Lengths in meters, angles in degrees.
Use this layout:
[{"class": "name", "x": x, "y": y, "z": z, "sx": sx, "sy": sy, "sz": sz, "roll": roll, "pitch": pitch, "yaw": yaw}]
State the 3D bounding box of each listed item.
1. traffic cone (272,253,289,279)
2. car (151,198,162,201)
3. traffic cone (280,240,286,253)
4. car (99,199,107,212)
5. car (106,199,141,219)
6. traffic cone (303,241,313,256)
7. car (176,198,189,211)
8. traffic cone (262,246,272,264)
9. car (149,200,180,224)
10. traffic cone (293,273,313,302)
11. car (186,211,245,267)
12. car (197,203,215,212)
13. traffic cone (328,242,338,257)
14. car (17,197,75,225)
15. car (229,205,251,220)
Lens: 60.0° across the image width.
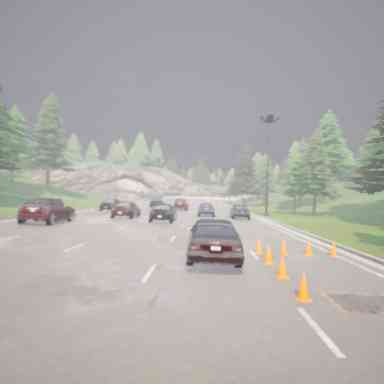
[{"class": "traffic cone", "x": 2.574, "y": 2.144, "z": 9.490, "sx": 0.340, "sy": 0.580, "sz": 0.340, "roll": 2, "pitch": 0, "yaw": 2}, {"class": "car", "x": -5.071, "y": 1.698, "z": 48.329, "sx": 1.837, "sy": 1.490, "sz": 4.892, "roll": 2, "pitch": 0, "yaw": 2}, {"class": "traffic cone", "x": 3.701, "y": 2.225, "z": 13.455, "sx": 0.340, "sy": 0.580, "sz": 0.340, "roll": 2, "pitch": 0, "yaw": 2}, {"class": "car", "x": -8.955, "y": 1.461, "z": 37.201, "sx": 1.812, "sy": 1.442, "sz": 4.674, "roll": 2, "pitch": 0, "yaw": 2}, {"class": "car", "x": -5.697, "y": 1.528, "z": 28.874, "sx": 1.812, "sy": 1.442, "sz": 4.674, "roll": 2, "pitch": -1, "yaw": 2}, {"class": "traffic cone", "x": 4.700, "y": 2.267, "z": 13.423, "sx": 0.340, "sy": 0.580, "sz": 0.340, "roll": 2, "pitch": 0, "yaw": 2}, {"class": "car", "x": -1.590, "y": 1.684, "z": 47.572, "sx": 2.097, "sy": 1.767, "sz": 4.553, "roll": 2, "pitch": 0, "yaw": 2}, {"class": "traffic cone", "x": 2.638, "y": 2.164, "z": 11.489, "sx": 0.340, "sy": 0.580, "sz": 0.340, "roll": 2, "pitch": 0, "yaw": 2}, {"class": "car", "x": -2.269, "y": 1.653, "z": 26.588, "sx": 1.812, "sy": 1.442, "sz": 4.674, "roll": 2, "pitch": 0, "yaw": 2}, {"class": "traffic cone", "x": 2.510, "y": 2.125, "z": 7.491, "sx": 0.340, "sy": 0.580, "sz": 0.340, "roll": 2, "pitch": 0, "yaw": 2}, {"class": "car", "x": 0.758, "y": 1.681, "z": 12.004, "sx": 2.033, "sy": 1.411, "sz": 5.357, "roll": 2, "pitch": 0, "yaw": 2}, {"class": "car", "x": 1.554, "y": 1.922, "z": 36.789, "sx": 2.033, "sy": 1.411, "sz": 5.357, "roll": 2, "pitch": 0, "yaw": 2}, {"class": "traffic cone", "x": 5.698, "y": 2.308, "z": 13.390, "sx": 0.340, "sy": 0.580, "sz": 0.340, "roll": 2, "pitch": 0, "yaw": 2}, {"class": "car", "x": -9.473, "y": 1.138, "z": 22.038, "sx": 2.097, "sy": 1.767, "sz": 4.553, "roll": 2, "pitch": 0, "yaw": 2}, {"class": "car", "x": 4.947, "y": 2.048, "z": 34.737, "sx": 2.033, "sy": 1.411, "sz": 5.357, "roll": 2, "pitch": 0, "yaw": 2}]
